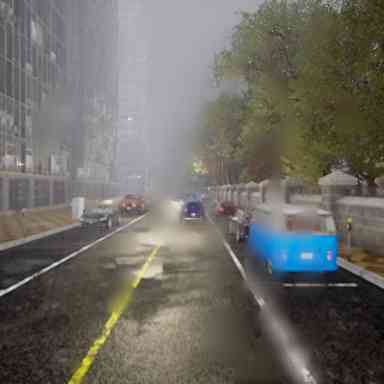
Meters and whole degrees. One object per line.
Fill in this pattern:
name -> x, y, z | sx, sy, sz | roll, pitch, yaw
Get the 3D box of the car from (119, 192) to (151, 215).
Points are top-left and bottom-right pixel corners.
car -> -5.520, 1.090, 31.411 | 2.192, 1.841, 5.009 | 0, 0, 0

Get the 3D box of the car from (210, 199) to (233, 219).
car -> 2.689, 1.392, 26.605 | 1.802, 1.307, 4.206 | 0, 0, 0

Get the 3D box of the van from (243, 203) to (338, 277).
van -> 2.728, 1.272, 9.750 | 1.690, 1.788, 3.998 | 0, 0, 0

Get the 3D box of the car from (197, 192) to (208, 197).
car -> 2.293, 1.153, 54.706 | 2.008, 1.369, 4.403 | 0, 0, -1

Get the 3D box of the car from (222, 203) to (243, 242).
car -> 2.733, 1.442, 15.369 | 2.008, 1.369, 4.403 | 0, 0, 0

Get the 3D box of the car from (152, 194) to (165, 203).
car -> -5.990, 1.109, 59.626 | 1.887, 1.381, 4.507 | 0, 0, -1

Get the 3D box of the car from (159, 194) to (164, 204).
car -> -5.860, 1.134, 53.815 | 1.752, 1.417, 4.829 | 0, 0, -1

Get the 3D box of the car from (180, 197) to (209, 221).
car -> 0.087, 1.349, 24.790 | 1.812, 1.442, 4.674 | 0, 0, 0

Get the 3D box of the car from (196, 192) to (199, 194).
car -> 2.162, 1.083, 60.498 | 1.752, 1.417, 4.829 | 0, 0, -1

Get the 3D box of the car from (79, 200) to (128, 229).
car -> -5.447, 1.407, 20.133 | 2.008, 1.369, 4.403 | 0, 0, 0

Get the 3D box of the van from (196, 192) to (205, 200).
van -> 1.714, 0.814, 71.567 | 1.690, 1.788, 3.998 | 0, 0, -2

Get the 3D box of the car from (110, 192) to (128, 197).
car -> -19.565, 0.735, 89.262 | 4.206, 1.307, 1.802 | 1, 0, 2

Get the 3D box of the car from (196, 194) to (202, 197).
car -> -0.096, 1.296, 42.221 | 1.895, 1.301, 4.718 | 0, 0, -1

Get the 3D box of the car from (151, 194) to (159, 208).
car -> -5.657, 1.218, 42.525 | 1.752, 1.417, 4.829 | 0, 0, -1

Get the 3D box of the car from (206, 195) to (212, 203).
car -> 2.643, 1.320, 32.224 | 2.008, 1.369, 4.403 | 0, 0, -1
